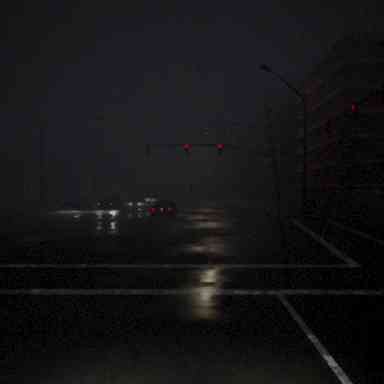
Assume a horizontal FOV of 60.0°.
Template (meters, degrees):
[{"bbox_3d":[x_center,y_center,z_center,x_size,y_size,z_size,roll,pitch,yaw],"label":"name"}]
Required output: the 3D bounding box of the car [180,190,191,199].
[{"bbox_3d":[-1.430,0.578,66.761,2.033,1.411,5.357,0,1,1],"label":"car"}]

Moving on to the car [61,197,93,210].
[{"bbox_3d":[-12.663,1.219,37.117,2.033,1.411,5.357,0,1,1],"label":"car"}]

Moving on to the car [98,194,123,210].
[{"bbox_3d":[-9.152,1.167,37.499,1.837,1.490,4.892,0,1,1],"label":"car"}]

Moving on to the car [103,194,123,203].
[{"bbox_3d":[-12.317,0.955,52.363,1.895,1.301,4.718,0,1,2],"label":"car"}]

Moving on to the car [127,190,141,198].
[{"bbox_3d":[-11.895,0.446,68.481,1.882,1.535,5.008,0,1,1],"label":"car"}]

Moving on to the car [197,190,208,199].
[{"bbox_3d":[2.077,0.376,67.062,2.097,1.767,4.553,0,1,1],"label":"car"}]

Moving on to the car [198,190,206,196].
[{"bbox_3d":[2.293,0.223,77.106,1.837,1.490,4.892,0,1,1],"label":"car"}]

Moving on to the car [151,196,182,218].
[{"bbox_3d":[-2.204,1.356,27.488,2.033,1.411,5.357,0,0,2],"label":"car"}]

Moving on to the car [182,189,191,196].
[{"bbox_3d":[-1.207,0.199,77.180,1.882,1.535,5.008,0,1,1],"label":"car"}]

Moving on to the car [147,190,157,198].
[{"bbox_3d":[-8.384,0.441,68.962,2.128,1.511,4.902,0,1,1],"label":"car"}]

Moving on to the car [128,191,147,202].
[{"bbox_3d":[-8.801,0.867,52.965,1.812,1.442,4.674,0,1,2],"label":"car"}]
